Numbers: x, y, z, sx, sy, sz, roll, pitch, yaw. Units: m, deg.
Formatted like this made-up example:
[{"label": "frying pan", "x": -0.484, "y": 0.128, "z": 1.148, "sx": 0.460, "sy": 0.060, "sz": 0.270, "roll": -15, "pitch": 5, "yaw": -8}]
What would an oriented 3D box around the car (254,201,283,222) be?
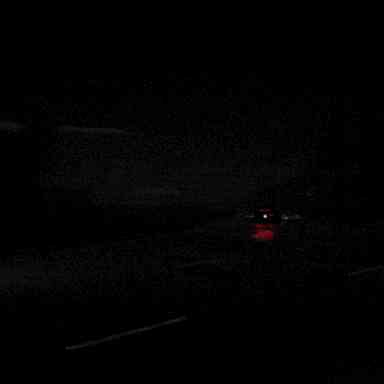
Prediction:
[{"label": "car", "x": 6.129, "y": 1.513, "z": 26.751, "sx": 1.837, "sy": 1.490, "sz": 4.892, "roll": 1, "pitch": 0, "yaw": 18}]
